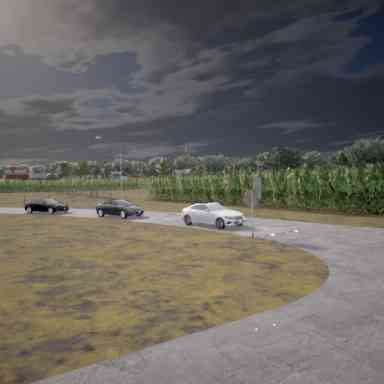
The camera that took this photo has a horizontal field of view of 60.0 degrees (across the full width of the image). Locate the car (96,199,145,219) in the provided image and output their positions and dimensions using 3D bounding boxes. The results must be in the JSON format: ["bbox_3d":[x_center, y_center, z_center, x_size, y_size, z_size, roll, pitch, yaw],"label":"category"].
[{"bbox_3d":[-6.089,1.344,27.924,4.892,1.490,1.837,0,2,38],"label":"car"}]

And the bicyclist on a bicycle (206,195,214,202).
[{"bbox_3d":[1.557,1.104,29.518,0.582,1.620,1.656,1,1,43],"label":"bicyclist on a bicycle"}]

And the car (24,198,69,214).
[{"bbox_3d":[-14.623,1.345,33.461,5.008,1.535,1.882,0,2,27],"label":"car"}]

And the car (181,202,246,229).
[{"bbox_3d":[1.209,1.387,20.881,1.812,1.442,4.674,-3,2,-42],"label":"car"}]
